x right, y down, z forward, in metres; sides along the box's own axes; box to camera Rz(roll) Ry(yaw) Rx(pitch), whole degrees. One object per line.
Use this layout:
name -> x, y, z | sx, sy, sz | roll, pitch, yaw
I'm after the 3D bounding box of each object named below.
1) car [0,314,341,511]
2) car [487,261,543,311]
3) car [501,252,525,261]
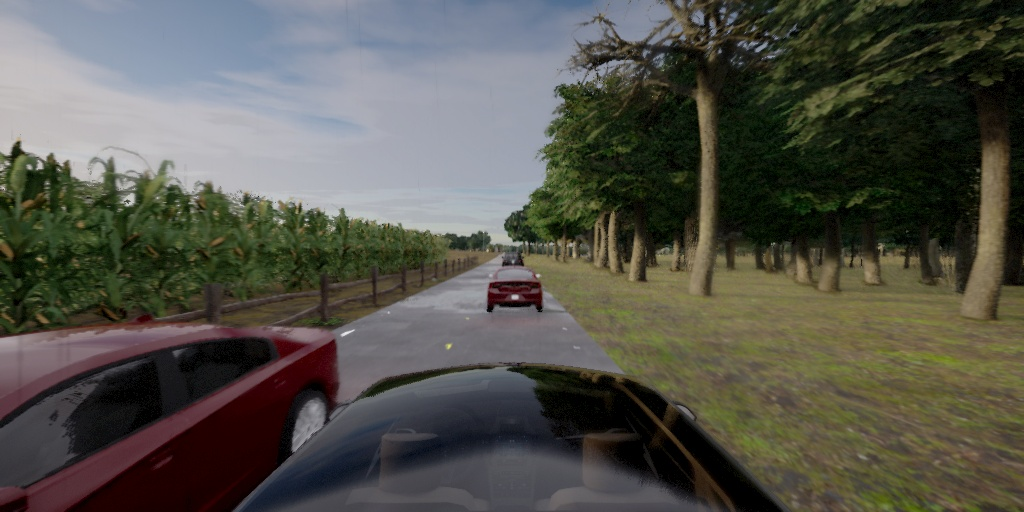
car -> -2.841, 1.225, 1.939 | 1.882, 1.535, 5.008 | 0, 1, 0
car -> 0.100, 1.110, 13.717 | 1.882, 1.535, 5.008 | 0, 1, 0
car -> 0.099, 0.608, 36.325 | 2.150, 2.045, 5.566 | 0, 1, 0
